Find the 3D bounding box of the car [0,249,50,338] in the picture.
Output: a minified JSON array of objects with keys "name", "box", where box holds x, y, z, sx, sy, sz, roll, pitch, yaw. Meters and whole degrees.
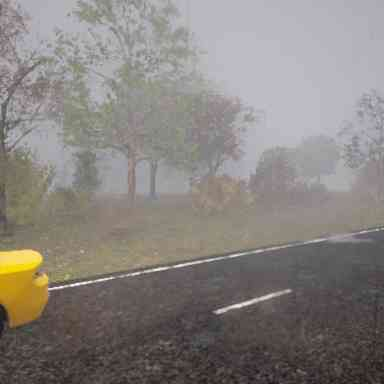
[{"name":"car","box":[-4.610,1.464,4.382,5.008,1.535,1.882,-2,2,-35]}]
